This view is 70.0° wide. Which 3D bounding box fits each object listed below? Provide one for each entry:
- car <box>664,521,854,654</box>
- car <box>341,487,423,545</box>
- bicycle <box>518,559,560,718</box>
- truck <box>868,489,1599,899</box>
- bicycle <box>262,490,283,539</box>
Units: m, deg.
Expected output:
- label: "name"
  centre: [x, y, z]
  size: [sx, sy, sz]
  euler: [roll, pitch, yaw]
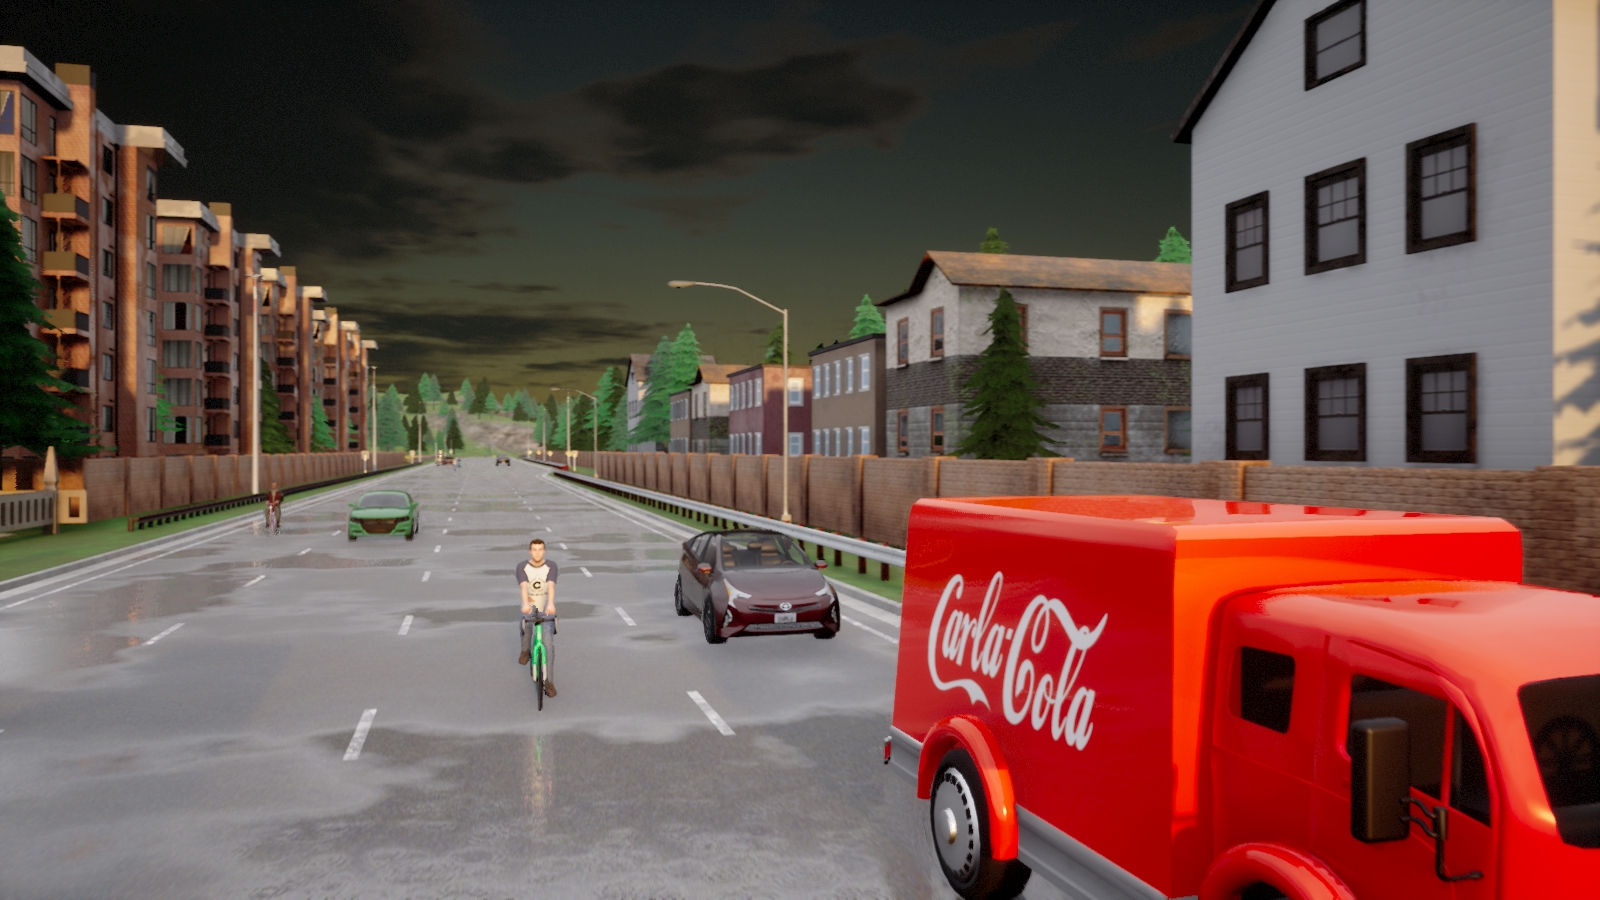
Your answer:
- label: "car"
  centre: [-0.813, 2.041, 18.131]
  size: [2.007, 1.525, 4.514]
  euler: [0, 0, -16]
- label: "car"
  centre: [-13.272, 2.038, 36.569]
  size: [2.097, 1.535, 5.006]
  euler: [0, 0, -16]
- label: "bicycle"
  centre: [-2.939, 2.057, 12.806]
  size: [0.373, 1.496, 1.643]
  euler: [0, 0, -16]
- label: "truck"
  centre: [2.491, 1.563, 6.349]
  size: [2.627, 2.467, 5.204]
  euler: [0, 0, -16]
- label: "bicycle"
  centre: [-16.957, 2.065, 36.764]
  size: [0.329, 1.471, 1.835]
  euler: [0, 0, -16]
